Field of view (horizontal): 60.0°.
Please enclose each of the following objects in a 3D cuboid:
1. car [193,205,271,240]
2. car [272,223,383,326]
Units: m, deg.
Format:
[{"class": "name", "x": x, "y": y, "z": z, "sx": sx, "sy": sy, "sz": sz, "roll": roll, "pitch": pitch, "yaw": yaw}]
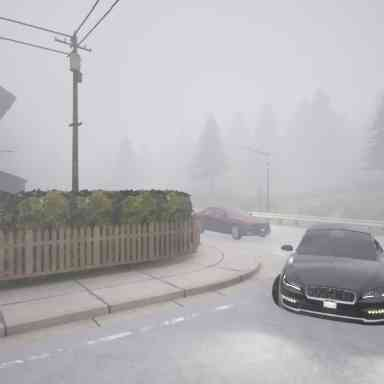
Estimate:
[{"class": "car", "x": 1.930, "y": 1.478, "z": 17.484, "sx": 1.882, "sy": 1.535, "sz": 5.008, "roll": 0, "pitch": 0, "yaw": -33}, {"class": "car", "x": 3.229, "y": 1.505, "z": 7.348, "sx": 1.837, "sy": 1.490, "sz": 4.892, "roll": 0, "pitch": 0, "yaw": 27}]
